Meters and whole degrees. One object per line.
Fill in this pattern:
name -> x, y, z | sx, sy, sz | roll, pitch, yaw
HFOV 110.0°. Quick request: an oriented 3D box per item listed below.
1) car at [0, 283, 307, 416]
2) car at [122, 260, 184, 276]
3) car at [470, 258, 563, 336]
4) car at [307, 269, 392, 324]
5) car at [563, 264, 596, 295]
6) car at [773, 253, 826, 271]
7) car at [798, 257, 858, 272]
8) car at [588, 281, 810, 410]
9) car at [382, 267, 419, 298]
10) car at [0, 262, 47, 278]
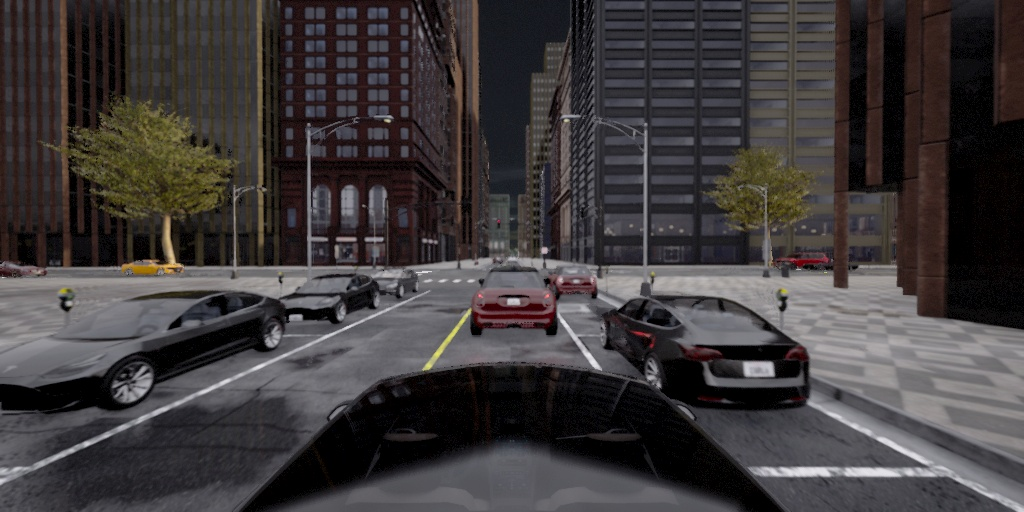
car -> -5.757, 1.292, 6.107 | 1.948, 1.339, 4.313 | 0, 0, 0
car -> -35.501, 1.148, 35.490 | 5.008, 1.535, 1.882 | 0, 1, 0
car -> 0.071, 1.054, 10.369 | 2.097, 1.767, 4.553 | 0, 0, 1
car -> -5.746, 1.261, 11.744 | 1.948, 1.339, 4.313 | 0, 0, 0
car -> 2.790, 1.104, 17.366 | 1.967, 1.591, 4.097 | 0, 0, 0
car -> 33.996, 0.648, 42.182 | 5.566, 2.045, 2.150 | 0, 1, 0
car -> 34.441, 1.058, 38.943 | 4.718, 1.301, 1.895 | 0, 1, 0
car -> 2.768, 1.291, 6.094 | 1.948, 1.339, 4.313 | 0, 0, 0
car -> -5.735, 1.215, 17.380 | 2.007, 1.370, 4.403 | 0, 0, 0
car -> -44.956, 1.257, 32.269 | 4.674, 1.442, 1.812 | 0, 1, 0
